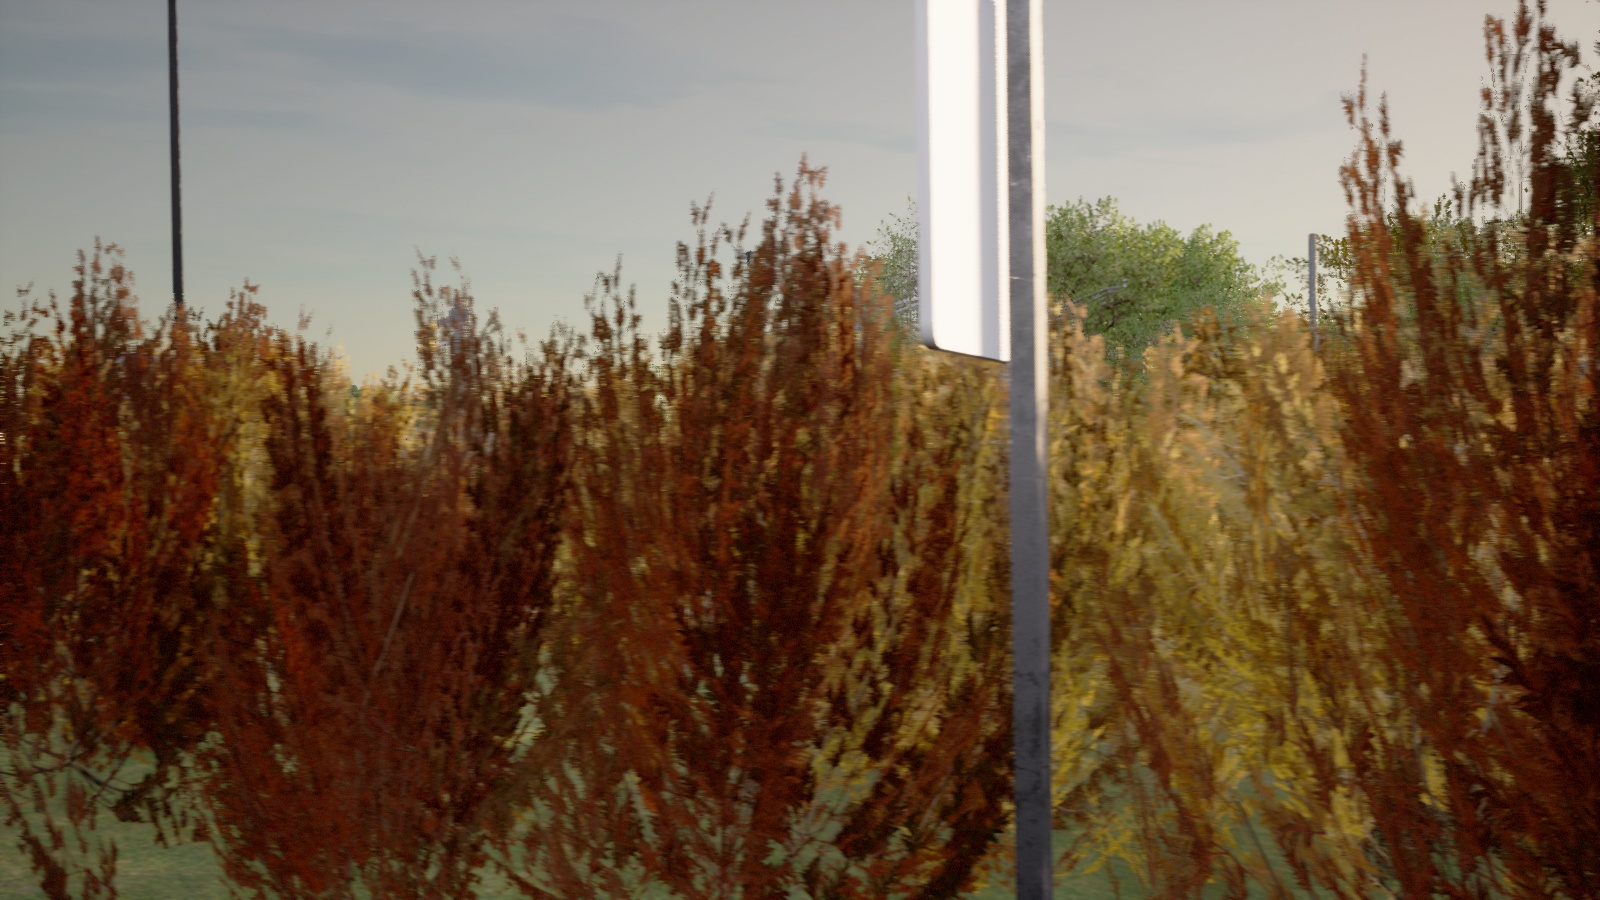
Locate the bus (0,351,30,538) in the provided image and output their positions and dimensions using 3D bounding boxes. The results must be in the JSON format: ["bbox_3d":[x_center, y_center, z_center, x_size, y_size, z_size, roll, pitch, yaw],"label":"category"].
[{"bbox_3d":[-19.477,-0.126,26.716,3.944,4.253,10.273,-2,-1,-25],"label":"bus"}]
